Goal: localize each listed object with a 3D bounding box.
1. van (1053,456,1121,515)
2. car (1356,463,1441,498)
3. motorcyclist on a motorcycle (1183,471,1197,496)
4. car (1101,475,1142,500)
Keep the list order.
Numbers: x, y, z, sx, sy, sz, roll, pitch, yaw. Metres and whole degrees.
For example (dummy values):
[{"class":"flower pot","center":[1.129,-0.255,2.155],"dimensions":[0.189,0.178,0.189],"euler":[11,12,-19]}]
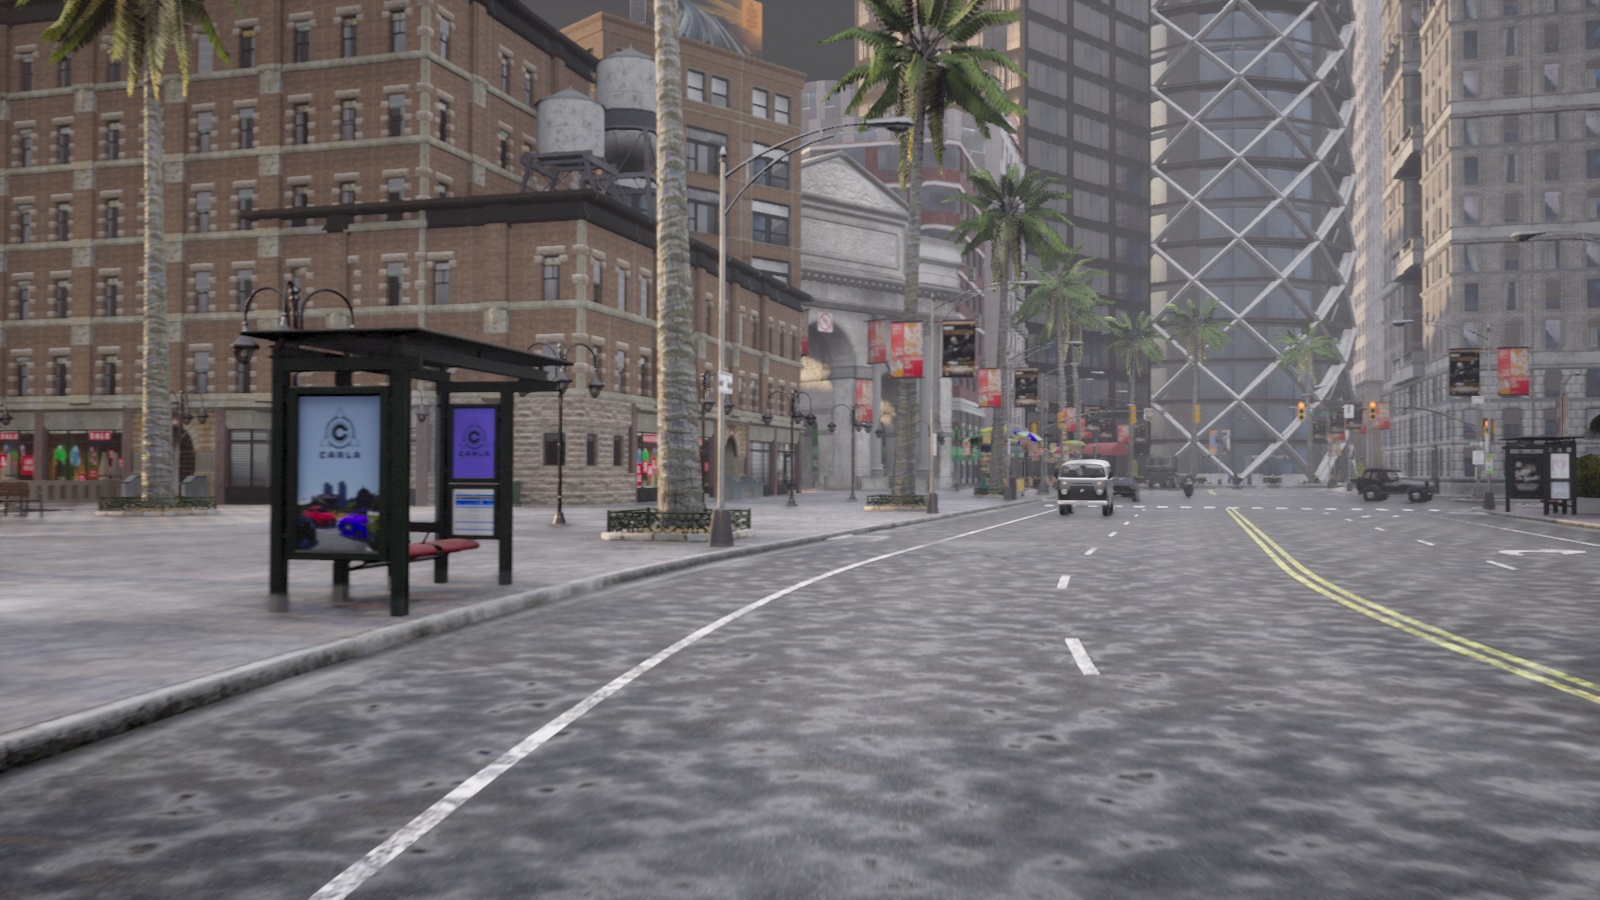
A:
[{"class":"van","center":[10.538,1.274,45.959],"dimensions":[2.069,2.038,4.480],"euler":[0,-1,17]},{"class":"car","center":[32.835,1.659,68.957],"dimensions":[3.866,1.878,1.905],"euler":[-1,-1,39]},{"class":"motorcyclist on a motorcycle","center":[24.590,2.095,79.150],"dimensions":[0.866,1.530,2.191],"euler":[0,-1,17]},{"class":"car","center":[17.541,2.003,68.337],"dimensions":[1.895,1.301,4.718],"euler":[0,-1,17]}]
